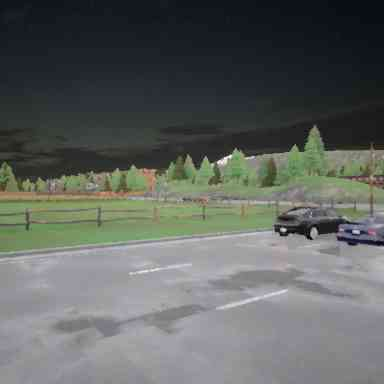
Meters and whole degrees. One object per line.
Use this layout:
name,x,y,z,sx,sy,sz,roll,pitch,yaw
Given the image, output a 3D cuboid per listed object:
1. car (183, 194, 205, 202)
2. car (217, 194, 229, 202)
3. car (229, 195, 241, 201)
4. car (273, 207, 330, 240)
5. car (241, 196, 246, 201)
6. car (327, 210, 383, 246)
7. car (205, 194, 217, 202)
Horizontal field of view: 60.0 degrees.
car,0.006,1.476,73.118,2.128,1.511,4.902,0,0,-36
car,5.640,1.306,77.272,2.097,1.767,4.553,0,0,-36
car,8.484,1.490,79.312,2.033,1.411,5.357,0,0,-36
car,6.236,1.513,16.916,4.892,1.490,1.837,0,0,-35
car,11.310,1.503,81.377,1.994,1.385,4.181,0,0,-36
car,8.269,1.560,14.066,5.357,1.411,2.033,0,0,-35
car,2.814,1.306,75.207,2.097,1.767,4.553,0,0,-36
